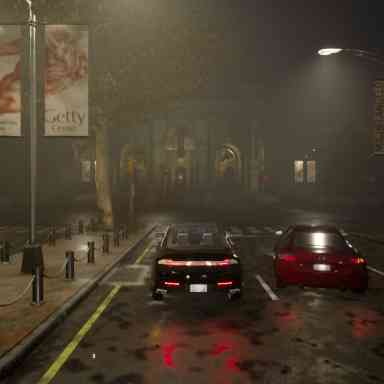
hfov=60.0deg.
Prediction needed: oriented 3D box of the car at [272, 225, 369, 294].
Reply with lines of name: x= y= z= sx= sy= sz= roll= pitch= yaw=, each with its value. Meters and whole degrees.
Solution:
car: x=3.250 y=1.564 z=8.974 sx=1.994 sy=1.385 sz=4.181 roll=0 pitch=0 yaw=14

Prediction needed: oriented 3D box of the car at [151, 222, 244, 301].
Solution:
car: x=0.078 y=1.492 z=8.322 sx=2.128 sy=1.511 sz=4.902 roll=0 pitch=0 yaw=-1
